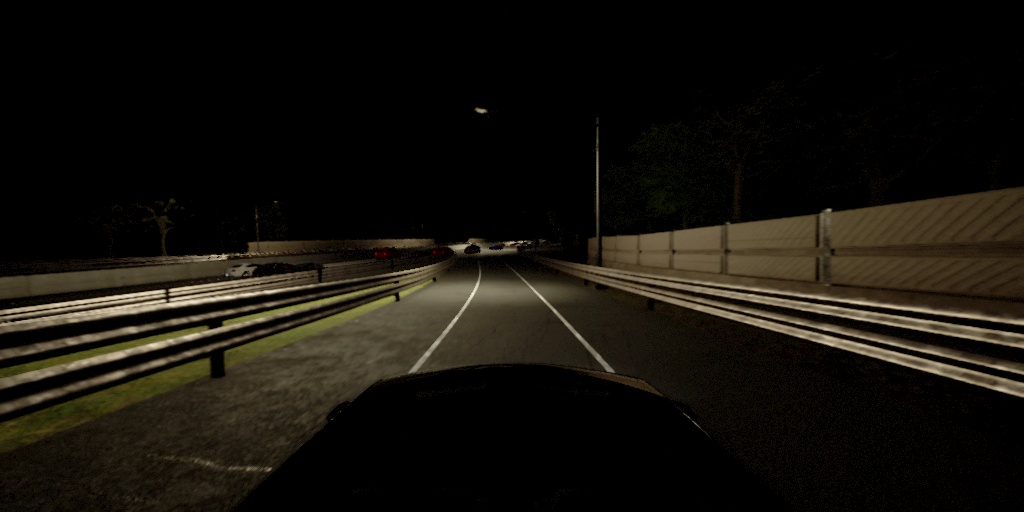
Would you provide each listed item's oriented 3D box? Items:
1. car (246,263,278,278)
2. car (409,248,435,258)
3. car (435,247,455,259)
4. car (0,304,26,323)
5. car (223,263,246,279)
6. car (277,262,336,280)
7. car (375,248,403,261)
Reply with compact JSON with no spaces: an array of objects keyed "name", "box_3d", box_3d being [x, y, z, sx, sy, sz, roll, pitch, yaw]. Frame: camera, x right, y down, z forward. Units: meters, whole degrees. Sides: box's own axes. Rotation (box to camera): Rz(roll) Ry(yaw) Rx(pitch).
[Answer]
[{"name":"car","box_3d":[-22.026,1.355,34.105,1.837,1.490,4.892,0,3,13]},{"name":"car","box_3d":[-15.676,-0.180,61.387,2.033,1.411,5.357,0,3,13]},{"name":"car","box_3d":[-11.806,-0.611,62.567,2.150,2.045,5.566,0,3,13]},{"name":"car","box_3d":[-23.096,2.472,14.070,1.837,1.490,4.892,0,3,13]},{"name":"car","box_3d":[-25.435,1.369,34.897,1.812,1.442,4.674,0,3,13]},{"name":"car","box_3d":[-18.616,1.356,33.319,1.882,1.535,5.008,0,3,13]},{"name":"car","box_3d":[-19.983,-0.312,58.316,2.150,2.045,5.566,0,3,13]}]
